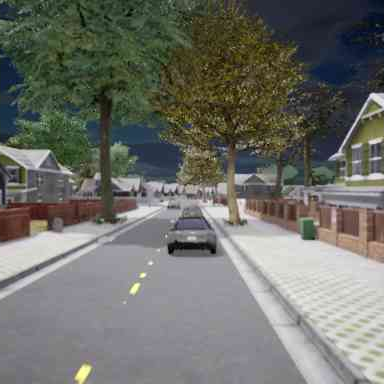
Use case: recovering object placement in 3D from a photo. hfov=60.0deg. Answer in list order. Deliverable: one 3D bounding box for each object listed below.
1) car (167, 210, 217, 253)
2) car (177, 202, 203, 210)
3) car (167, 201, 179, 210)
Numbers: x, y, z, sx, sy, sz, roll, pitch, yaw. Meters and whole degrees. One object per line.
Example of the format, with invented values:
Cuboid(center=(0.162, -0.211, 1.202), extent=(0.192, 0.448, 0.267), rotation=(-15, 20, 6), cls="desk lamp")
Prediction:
Cuboid(center=(0.003, 1.700, 14.346), extent=(1.994, 1.385, 4.181), rotation=(0, 0, 0), cls="car")
Cuboid(center=(0.004, 1.813, 28.990), extent=(2.033, 1.411, 5.357), rotation=(0, 0, 0), cls="car")
Cuboid(center=(-2.749, 2.014, 51.468), extent=(1.994, 1.385, 4.181), rotation=(0, 0, 0), cls="car")
